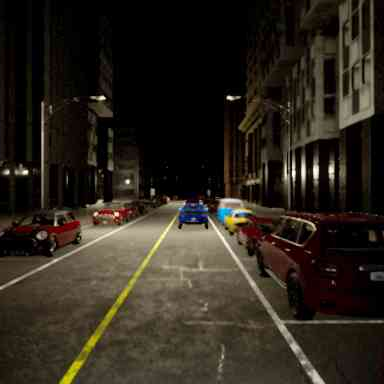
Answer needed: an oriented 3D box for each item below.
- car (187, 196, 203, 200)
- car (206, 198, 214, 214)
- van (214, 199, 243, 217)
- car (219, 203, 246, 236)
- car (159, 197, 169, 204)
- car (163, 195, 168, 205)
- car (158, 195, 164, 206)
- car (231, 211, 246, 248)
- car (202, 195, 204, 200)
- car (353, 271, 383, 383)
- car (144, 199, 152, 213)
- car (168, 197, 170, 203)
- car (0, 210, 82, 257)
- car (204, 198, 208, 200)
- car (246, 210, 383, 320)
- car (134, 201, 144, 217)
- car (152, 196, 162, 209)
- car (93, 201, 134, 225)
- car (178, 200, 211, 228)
[{"bbox_3d":[0.083,1.575,42.045,1.882,1.535,5.008,0,0,0],"label":"car"},{"bbox_3d":[2.751,1.662,35.298,1.802,1.307,4.206,0,0,0],"label":"car"},{"bbox_3d":[2.756,1.395,24.094,1.690,1.788,3.998,0,0,0],"label":"van"},{"bbox_3d":[2.758,1.567,18.661,1.752,1.417,4.829,0,0,0],"label":"car"},{"bbox_3d":[-5.788,1.692,68.718,1.752,1.417,4.829,0,0,0],"label":"car"},{"bbox_3d":[-5.783,1.683,57.685,1.887,1.381,4.507,0,0,0],"label":"car"},{"bbox_3d":[-5.781,1.649,51.913,1.752,1.417,4.829,0,0,0],"label":"car"},{"bbox_3d":[2.760,1.610,12.889,1.802,1.307,4.206,0,0,0],"label":"car"},{"bbox_3d":[2.742,1.681,57.706,1.887,1.381,4.507,0,0,0],"label":"car"},{"bbox_3d":[2.765,1.585,1.685,1.802,1.307,4.206,0,0,0],"label":"car"},{"bbox_3d":[-5.774,1.648,35.278,1.947,1.339,4.313,0,0,0],"label":"car"},{"bbox_3d":[-5.785,1.468,63.287,2.192,1.841,5.009,0,0,0],"label":"car"},{"bbox_3d":[-5.765,1.470,12.872,1.967,1.590,4.097,0,0,0],"label":"car"},{"bbox_3d":[2.749,1.676,40.899,1.802,1.307,4.206,0,0,0],"label":"car"},{"bbox_3d":[2.763,1.331,7.287,2.192,1.841,5.009,0,0,0],"label":"car"},{"bbox_3d":[-5.772,1.651,29.676,1.802,1.307,4.206,0,0,0],"label":"car"},{"bbox_3d":[-5.778,1.661,46.481,2.008,1.369,4.403,0,0,0],"label":"car"},{"bbox_3d":[-5.769,1.496,24.075,1.967,1.590,4.097,0,0,0],"label":"car"},{"bbox_3d":[0.089,1.529,22.787,1.882,1.535,5.008,0,0,0],"label":"car"}]
